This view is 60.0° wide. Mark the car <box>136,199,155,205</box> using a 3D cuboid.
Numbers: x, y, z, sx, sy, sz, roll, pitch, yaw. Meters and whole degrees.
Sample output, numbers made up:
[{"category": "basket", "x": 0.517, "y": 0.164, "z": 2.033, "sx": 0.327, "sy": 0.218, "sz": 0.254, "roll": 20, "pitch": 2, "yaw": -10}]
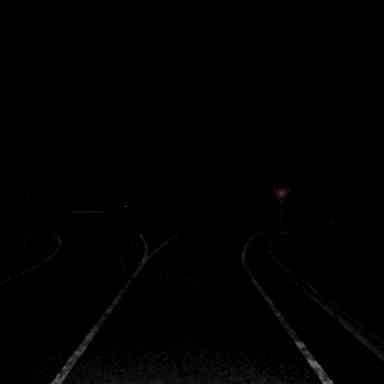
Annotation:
[{"category": "car", "x": -12.256, "y": 2.660, "z": 87.826, "sx": 5.008, "sy": 1.535, "sz": 2.097, "roll": 0, "pitch": -2, "yaw": -2}]

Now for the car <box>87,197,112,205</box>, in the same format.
[{"category": "car", "x": -24.454, "y": 2.373, "z": 86.547, "sx": 5.566, "sy": 2.045, "sz": 2.435, "roll": 0, "pitch": -2, "yaw": -2}]

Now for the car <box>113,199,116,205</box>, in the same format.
[{"category": "car", "x": -24.642, "y": 2.554, "z": 92.004, "sx": 5.566, "sy": 2.045, "sz": 2.435, "roll": 0, "pitch": -2, "yaw": -2}]

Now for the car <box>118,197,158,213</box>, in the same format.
[{"category": "car", "x": -7.432, "y": 1.948, "z": 46.289, "sx": 4.553, "sy": 1.767, "sz": 2.097, "roll": 1, "pitch": -1, "yaw": -23}]

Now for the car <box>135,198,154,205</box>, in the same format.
[{"category": "car", "x": -12.178, "y": 2.437, "z": 84.797, "sx": 4.553, "sy": 1.767, "sz": 2.185, "roll": 0, "pitch": -2, "yaw": -2}]

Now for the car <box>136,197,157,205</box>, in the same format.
[{"category": "car", "x": -12.380, "y": 2.503, "z": 90.748, "sx": 5.566, "sy": 2.045, "sz": 2.435, "roll": 0, "pitch": -2, "yaw": -2}]
